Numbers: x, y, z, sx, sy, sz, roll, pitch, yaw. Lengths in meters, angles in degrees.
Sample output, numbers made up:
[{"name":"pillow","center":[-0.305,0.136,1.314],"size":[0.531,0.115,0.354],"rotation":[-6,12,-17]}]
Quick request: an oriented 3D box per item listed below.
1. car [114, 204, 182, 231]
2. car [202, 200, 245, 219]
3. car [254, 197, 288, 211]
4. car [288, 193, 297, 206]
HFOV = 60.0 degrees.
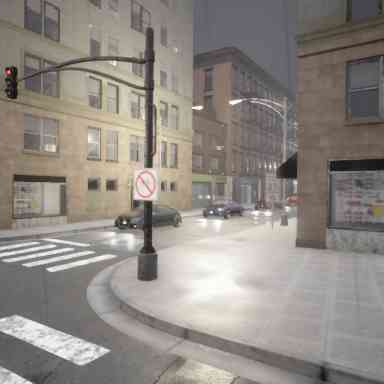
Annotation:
[{"name":"car","center":[-2.382,1.388,18.865],"size":[1.994,1.385,4.181],"rotation":[1,1,34]},{"name":"car","center":[2.534,1.296,26.231],"size":[1.994,1.385,4.181],"rotation":[1,1,34]},{"name":"car","center":[8.035,1.190,34.456],"size":[1.994,1.385,4.181],"rotation":[1,1,34]},{"name":"car","center":[13.760,0.869,42.964],"size":[2.097,1.767,4.553],"rotation":[1,1,34]}]
